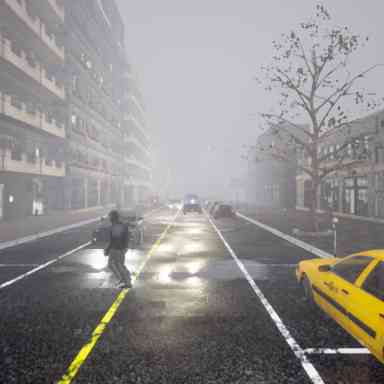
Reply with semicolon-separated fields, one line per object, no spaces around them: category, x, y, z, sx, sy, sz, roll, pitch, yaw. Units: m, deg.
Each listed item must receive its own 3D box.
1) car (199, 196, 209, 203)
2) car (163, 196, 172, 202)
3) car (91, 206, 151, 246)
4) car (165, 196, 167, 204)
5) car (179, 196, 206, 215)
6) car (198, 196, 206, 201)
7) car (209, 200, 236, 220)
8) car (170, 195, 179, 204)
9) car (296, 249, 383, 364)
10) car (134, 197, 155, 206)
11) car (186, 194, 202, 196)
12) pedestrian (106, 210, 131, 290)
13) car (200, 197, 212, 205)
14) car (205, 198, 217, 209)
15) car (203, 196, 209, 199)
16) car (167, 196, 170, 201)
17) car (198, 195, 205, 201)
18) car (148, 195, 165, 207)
car;2.581;1.605;73.220;1.887;1.381;4.507;0;0;0
car;-5.808;1.637;78.910;1.947;1.339;4.313;0;0;0
car;-3.122;1.563;15.125;1.994;1.385;4.181;0;0;0
car;-5.776;1.473;56.124;1.967;1.590;4.097;0;0;0
car;0.043;1.501;34.594;2.128;1.511;4.902;0;0;0
car;2.564;1.628;84.614;1.887;1.381;4.507;0;0;0
car;2.647;1.586;27.649;1.802;1.307;4.206;0;0;0
car;-3.090;1.642;62.401;1.895;1.301;4.718;0;0;0
car;2.993;1.455;4.668;1.801;1.575;5.366;0;0;0
car;-5.750;1.595;39.033;1.802;1.307;4.206;0;0;0
car;0.004;1.241;44.697;2.150;2.045;5.566;0;0;0
pedestrian;-1.683;1.293;7.652;0.375;1.860;0.375;0;0;0
car;2.598;1.591;61.828;2.008;1.369;4.403;0;0;0
car;2.639;1.574;33.345;1.947;1.339;4.313;0;0;0
car;2.621;1.459;44.738;1.967;1.590;4.097;0;0;0
car;-5.783;1.591;61.820;2.008;1.369;4.403;0;0;0
car;2.556;1.622;90.481;1.752;1.417;4.829;0;0;0
car;-5.768;1.340;50.426;2.192;1.841;5.009;0;0;0
